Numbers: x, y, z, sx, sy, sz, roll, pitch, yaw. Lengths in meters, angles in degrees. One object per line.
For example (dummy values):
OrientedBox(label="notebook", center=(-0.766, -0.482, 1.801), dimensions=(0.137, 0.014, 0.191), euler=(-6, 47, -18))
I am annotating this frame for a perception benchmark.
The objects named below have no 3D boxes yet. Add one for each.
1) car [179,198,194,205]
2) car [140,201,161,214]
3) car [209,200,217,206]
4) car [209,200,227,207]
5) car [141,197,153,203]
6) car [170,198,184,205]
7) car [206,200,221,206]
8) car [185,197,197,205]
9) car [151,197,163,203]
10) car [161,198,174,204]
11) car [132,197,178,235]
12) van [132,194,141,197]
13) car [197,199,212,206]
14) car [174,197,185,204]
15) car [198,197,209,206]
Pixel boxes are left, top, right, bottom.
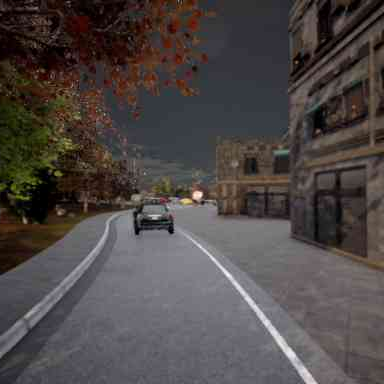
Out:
OrientedBox(label="car", center=(-1.541, 2.651, 91.494), dimensions=(1.946, 1.575, 5.366), euler=(4, -2, -23))
OrientedBox(label="car", center=(-4.861, 1.777, 39.299), dimensions=(1.895, 1.301, 4.718), euler=(0, -1, 0))
OrientedBox(label="car", center=(3.698, 2.572, 79.300), dimensions=(2.231, 1.521, 4.892), euler=(3, -2, -23))
OrientedBox(label="car", center=(6.261, 2.745, 80.362), dimensions=(2.163, 1.488, 4.792), euler=(3, -2, -23))
OrientedBox(label="car", center=(-11.842, 2.009, 86.927), dimensions=(2.002, 1.452, 4.674), euler=(4, -2, -23))
OrientedBox(label="car", center=(-4.110, 2.496, 90.405), dimensions=(1.946, 1.575, 5.366), euler=(4, -2, -23))
OrientedBox(label="car", center=(6.108, 3.048, 94.531), dimensions=(2.097, 1.535, 5.008), euler=(3, -1, -23))
OrientedBox(label="car", center=(-1.434, 2.251, 77.125), dimensions=(2.097, 1.535, 5.008), euler=(4, -2, -23))
OrientedBox(label="car", center=(-9.283, 2.190, 88.012), dimensions=(2.002, 1.452, 4.674), euler=(4, -2, -23))
OrientedBox(label="car", center=(-6.617, 2.362, 89.171), dimensions=(2.163, 1.488, 4.792), euler=(4, -2, -23))
OrientedBox(label="car", center=(-2.357, 1.372, 19.363), dimensions=(2.097, 1.767, 4.553), euler=(0, 0, -12))
OrientedBox(label="van", center=(-14.232, 1.571, 85.775), dimensions=(1.878, 1.987, 4.442), euler=(4, -1, -23))
OrientedBox(label="car", center=(3.542, 2.924, 93.443), dimensions=(2.097, 1.535, 5.008), euler=(3, -2, -23))
OrientedBox(label="car", center=(-3.995, 1.952, 76.080), dimensions=(2.185, 1.767, 4.553), euler=(4, -2, -23))
OrientedBox(label="car", center=(1.133, 2.165, 78.252), dimensions=(2.435, 2.045, 5.566), euler=(4, -2, -23))
